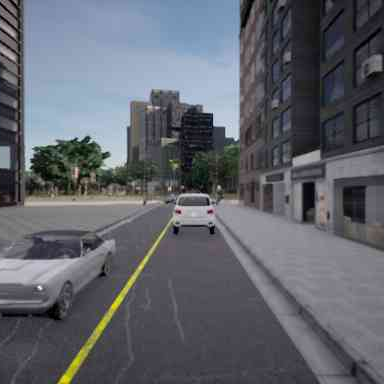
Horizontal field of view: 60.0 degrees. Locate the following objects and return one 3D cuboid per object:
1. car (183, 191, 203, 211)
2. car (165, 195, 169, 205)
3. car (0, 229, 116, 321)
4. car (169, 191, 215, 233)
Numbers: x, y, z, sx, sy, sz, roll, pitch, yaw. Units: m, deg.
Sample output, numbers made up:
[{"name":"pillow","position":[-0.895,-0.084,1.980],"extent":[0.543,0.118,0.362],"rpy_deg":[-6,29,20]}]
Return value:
[{"name":"car","position":[0.106,0.909,37.357],"extent":[2.150,2.045,5.566],"rpy_deg":[0,1,0]},{"name":"car","position":[-2.993,1.110,50.019],"extent":[2.033,1.411,5.357],"rpy_deg":[0,1,0]},{"name":"car","position":[-3.100,1.570,7.337],"extent":[1.895,1.301,4.718],"rpy_deg":[0,0,0]},{"name":"car","position":[0.102,1.102,18.748],"extent":[2.150,2.045,5.566],"rpy_deg":[0,1,0]}]
